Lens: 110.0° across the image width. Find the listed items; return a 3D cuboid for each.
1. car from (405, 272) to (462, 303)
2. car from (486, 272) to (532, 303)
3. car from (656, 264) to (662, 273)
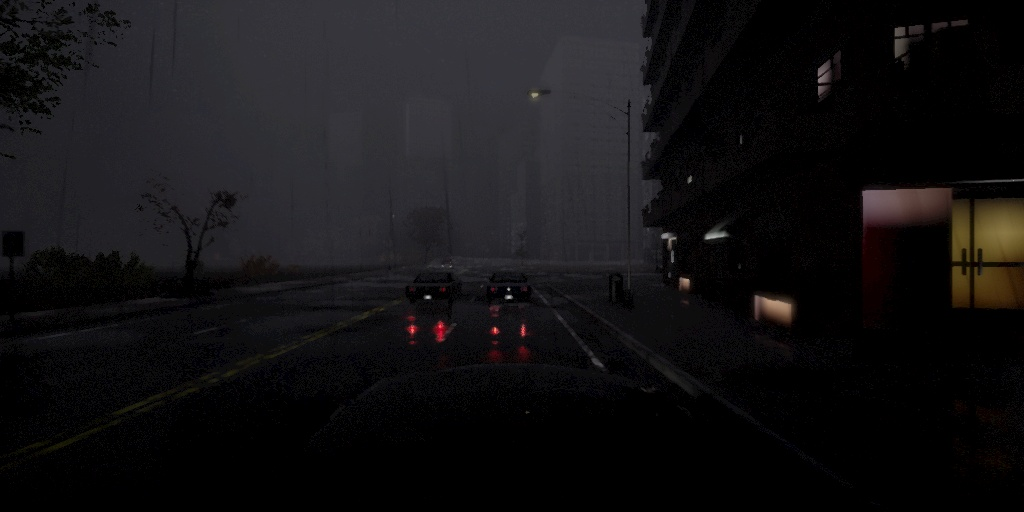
[{"bbox_3d":[-3.420,1.366,16.593,1.895,1.301,4.718,0,0,-1],"label":"car"},{"bbox_3d":[-0.171,1.366,16.667,1.895,1.301,4.718,0,0,-1],"label":"car"},{"bbox_3d":[16.606,1.014,35.758,4.097,1.591,1.967,0,0,13],"label":"car"}]
